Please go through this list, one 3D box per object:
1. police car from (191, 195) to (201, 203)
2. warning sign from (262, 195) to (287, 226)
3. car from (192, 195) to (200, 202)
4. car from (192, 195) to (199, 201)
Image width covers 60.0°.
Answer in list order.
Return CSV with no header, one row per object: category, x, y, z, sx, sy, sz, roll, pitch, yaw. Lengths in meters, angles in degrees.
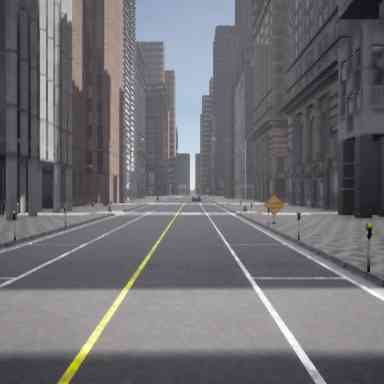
police car,0.900,1.445,70.673,1.930,1.638,5.238,0,0,0
warning sign,5.071,1.099,20.559,1.300,1.860,1.060,0,0,0
car,0.900,1.513,80.563,1.882,1.535,5.008,0,0,0
car,0.900,1.575,86.563,1.812,1.442,4.674,0,0,0
